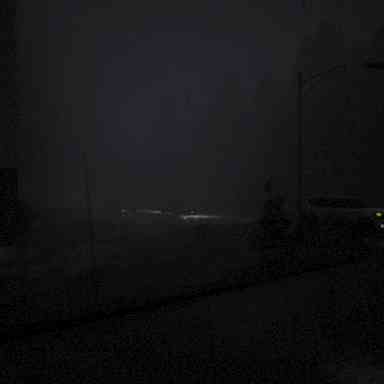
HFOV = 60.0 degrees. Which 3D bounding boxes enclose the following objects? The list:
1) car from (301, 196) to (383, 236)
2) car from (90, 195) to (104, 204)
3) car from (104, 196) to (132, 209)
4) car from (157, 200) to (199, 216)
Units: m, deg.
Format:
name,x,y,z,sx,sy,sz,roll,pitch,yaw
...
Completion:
name,x,y,z,sx,sy,sz,roll,pitch,yaw
car,8.807,1.232,18.907,2.150,2.045,5.566,0,0,-31
car,-18.076,1.364,63.970,2.097,1.767,4.553,0,0,-35
car,-9.711,1.499,45.133,2.128,1.511,4.902,0,0,-35
car,-1.505,1.557,33.651,2.033,1.411,5.357,0,0,-36
